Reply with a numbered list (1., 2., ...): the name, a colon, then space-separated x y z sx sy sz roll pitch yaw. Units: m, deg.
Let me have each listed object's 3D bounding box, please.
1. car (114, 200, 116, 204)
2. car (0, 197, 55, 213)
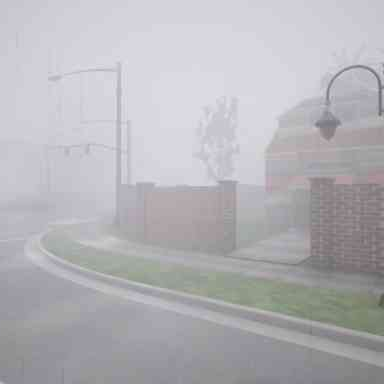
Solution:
1. car: -9.845 1.230 51.313 1.812 1.442 4.674 0 1 37
2. car: -17.331 1.511 35.583 1.895 1.301 4.718 0 1 37
